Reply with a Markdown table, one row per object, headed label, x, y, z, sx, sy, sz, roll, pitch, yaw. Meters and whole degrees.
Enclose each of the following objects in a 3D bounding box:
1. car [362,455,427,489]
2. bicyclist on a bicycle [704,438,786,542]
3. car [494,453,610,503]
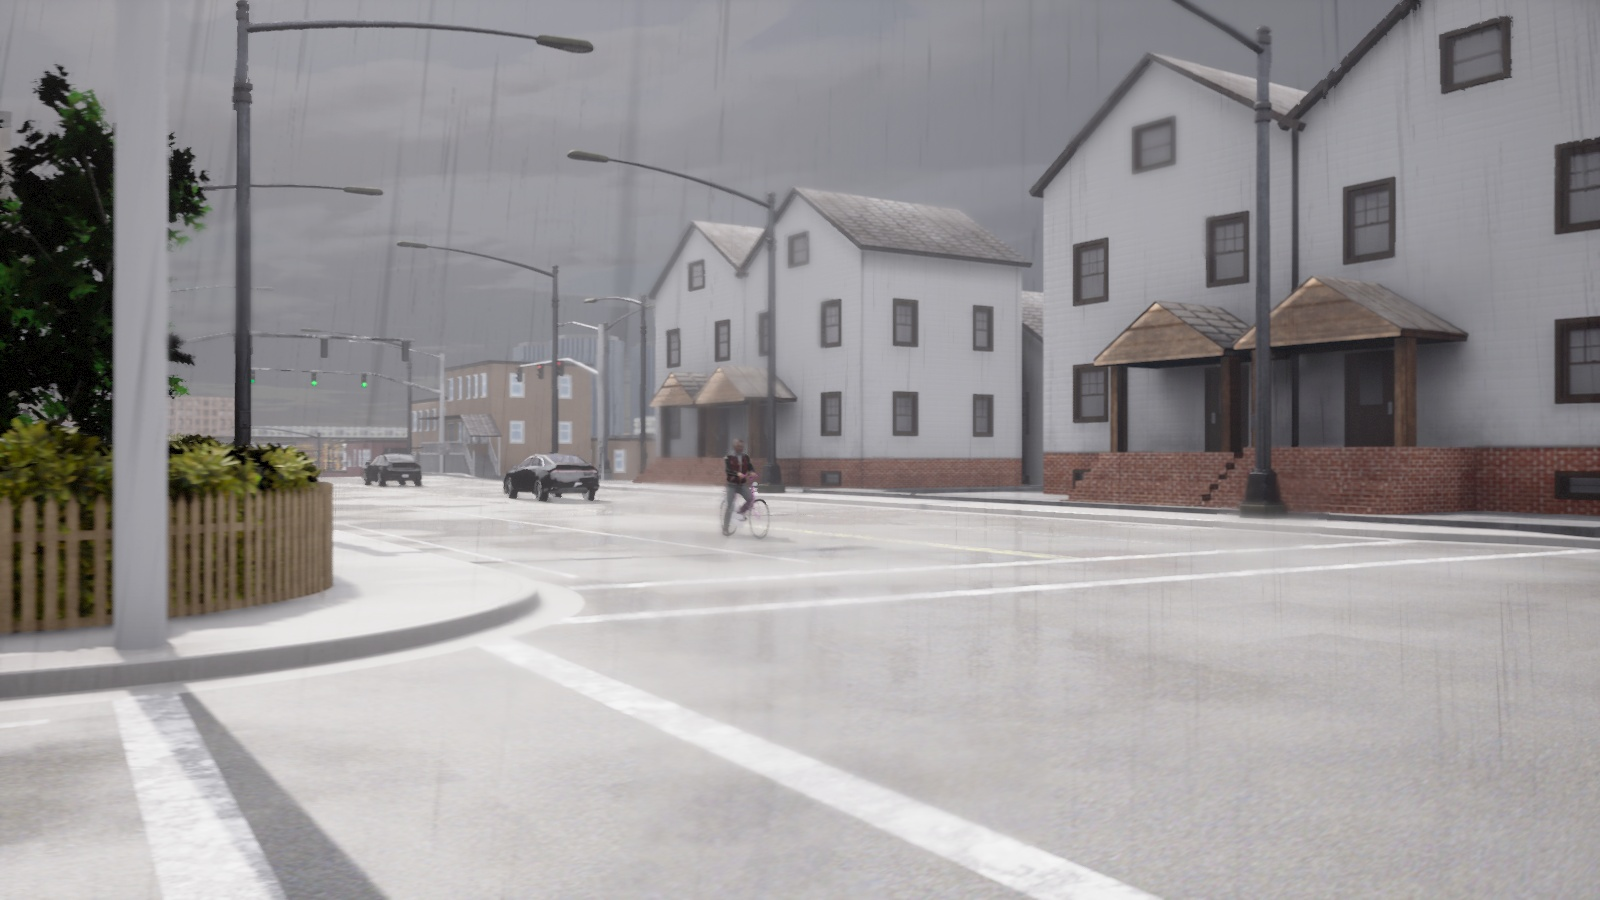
| label | x | y | z | sx | sy | sz | roll | pitch | yaw |
| --- | --- | --- | --- | --- | --- | --- | --- | --- | --- |
| car | -19.017 | 1.014 | 58.768 | 1.837 | 1.490 | 4.892 | 0 | 0 | -31 |
| bicyclist on a bicycle | -0.999 | 0.692 | 22.339 | 0.659 | 1.776 | 1.843 | 0 | 0 | -31 |
| car | -8.126 | 0.862 | 40.826 | 2.128 | 1.511 | 4.902 | 0 | 0 | -31 |
